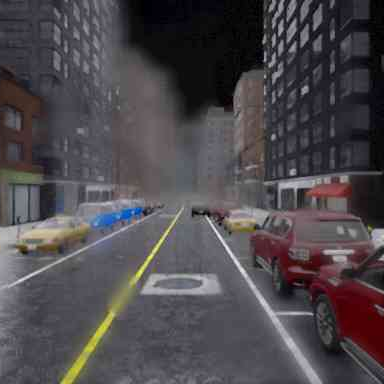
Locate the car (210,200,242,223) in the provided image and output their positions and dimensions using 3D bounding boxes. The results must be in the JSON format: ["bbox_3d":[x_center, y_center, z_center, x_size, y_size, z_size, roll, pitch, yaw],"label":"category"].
[{"bbox_3d":[2.841,1.548,25.556,2.192,1.841,5.009,-1,-1,0],"label":"car"}]

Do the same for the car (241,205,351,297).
[{"bbox_3d":[2.844,1.397,8.799,2.192,1.841,5.009,-1,-1,0],"label":"car"}]

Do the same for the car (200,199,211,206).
[{"bbox_3d":[2.835,2.163,70.239,2.008,1.369,4.403,-1,0,0],"label":"car"}]

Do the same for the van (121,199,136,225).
[{"bbox_3d":[-5.690,1.574,25.553,1.690,1.788,3.998,-1,-1,0],"label":"van"}]

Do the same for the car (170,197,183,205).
[{"bbox_3d":[-3.031,1.979,71.821,2.097,1.767,4.553,0,0,0],"label":"car"}]

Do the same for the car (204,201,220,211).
[{"bbox_3d":[2.839,1.992,47.896,1.947,1.339,4.313,-1,0,0],"label":"car"}]

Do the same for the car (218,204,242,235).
[{"bbox_3d":[2.844,1.710,20.138,1.752,1.417,4.829,-1,-1,0],"label":"car"}]

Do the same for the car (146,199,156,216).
[{"bbox_3d":[-5.695,1.645,36.724,2.192,1.841,5.009,-1,0,0],"label":"car"}]

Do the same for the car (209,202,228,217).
[{"bbox_3d":[2.841,1.857,36.895,1.752,1.417,4.829,-1,0,0],"label":"car"}]

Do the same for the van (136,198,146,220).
[{"bbox_3d":[-5.692,1.623,31.138,1.690,1.788,3.998,-1,-1,0],"label":"van"}]

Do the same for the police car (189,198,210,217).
[{"bbox_3d":[0.884,1.741,35.062,1.930,1.638,5.238,0,-1,0],"label":"police car"}]

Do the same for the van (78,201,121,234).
[{"bbox_3d":[-5.688,1.524,19.966,1.690,1.788,3.998,-1,-1,0],"label":"van"}]

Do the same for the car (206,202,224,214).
[{"bbox_3d":[2.840,1.944,42.311,1.947,1.339,4.313,-1,0,0],"label":"car"}]

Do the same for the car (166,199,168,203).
[{"bbox_3d":[-5.702,2.102,59.064,1.802,1.307,4.206,-1,0,0],"label":"car"}]

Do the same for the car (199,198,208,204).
[{"bbox_3d":[2.833,2.267,81.410,1.947,1.339,4.313,-1,0,0],"label":"car"}]

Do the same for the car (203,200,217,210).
[{"bbox_3d":[2.838,2.024,53.482,2.008,1.369,4.403,-1,0,0],"label":"car"}]

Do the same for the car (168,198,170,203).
[{"bbox_3d":[-5.714,2.290,86.991,1.887,1.381,4.507,-1,0,0],"label":"car"}]

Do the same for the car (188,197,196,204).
[{"bbox_3d":[-0.037,2.161,86.128,1.882,1.535,5.008,0,0,0],"label":"car"}]

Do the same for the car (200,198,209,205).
[{"bbox_3d":[2.834,2.184,75.995,1.752,1.417,4.829,-1,0,0],"label":"car"}]

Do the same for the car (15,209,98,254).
[{"bbox_3d":[-5.683,1.657,14.209,1.752,1.417,4.829,-1,-1,0],"label":"car"}]

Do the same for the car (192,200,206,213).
[{"bbox_3d":[0.880,1.906,44.952,1.837,1.490,4.892,0,-1,0],"label":"car"}]

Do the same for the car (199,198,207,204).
[{"bbox_3d":[2.832,2.328,86.996,1.802,1.307,4.206,-1,0,0],"label":"car"}]

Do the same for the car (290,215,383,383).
[{"bbox_3d":[2.845,1.346,3.213,2.192,1.841,5.009,-1,-1,0],"label":"car"}]

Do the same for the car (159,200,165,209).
[{"bbox_3d":[-5.701,1.913,53.479,1.967,1.590,4.097,-1,0,0],"label":"car"}]

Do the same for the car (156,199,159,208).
[{"bbox_3d":[-5.696,1.818,42.308,1.967,1.590,4.097,-1,0,0],"label":"car"}]
